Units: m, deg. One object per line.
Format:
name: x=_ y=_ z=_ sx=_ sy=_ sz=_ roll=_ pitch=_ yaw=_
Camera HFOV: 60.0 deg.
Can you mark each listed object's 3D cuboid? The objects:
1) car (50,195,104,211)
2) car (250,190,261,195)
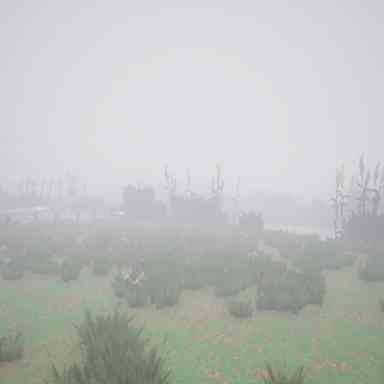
car: x=-10.407 y=1.107 z=30.325 sx=1.837 sy=1.490 sz=4.892 roll=0 pitch=3 yaw=41
car: x=10.286 y=0.765 z=47.464 sx=2.150 sy=2.045 sz=5.566 roll=0 pitch=-2 yaw=44
